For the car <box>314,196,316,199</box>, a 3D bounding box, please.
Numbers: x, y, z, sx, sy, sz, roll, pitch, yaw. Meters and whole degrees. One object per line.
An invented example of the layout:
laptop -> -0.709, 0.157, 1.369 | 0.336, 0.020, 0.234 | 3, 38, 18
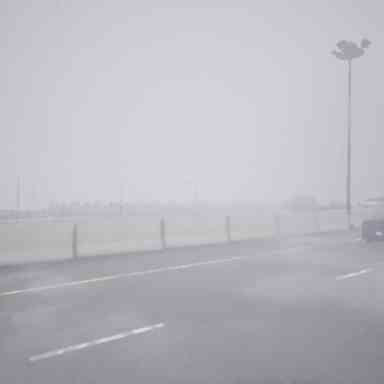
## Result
car -> 14.507, 1.453, 44.410 | 5.566, 2.045, 2.150 | 1, -1, -35

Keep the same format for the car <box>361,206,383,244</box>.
car -> 9.564, 1.535, 14.866 | 5.008, 1.535, 1.882 | 0, 0, -35

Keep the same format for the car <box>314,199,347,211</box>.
car -> 15.736, 1.783, 36.702 | 4.718, 1.301, 1.895 | 1, -1, -35
